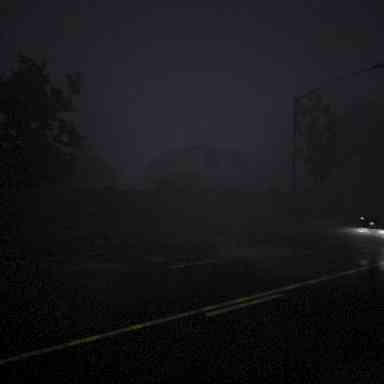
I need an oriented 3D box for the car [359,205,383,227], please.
[{"bbox_3d":[13.245,1.561,22.045,5.357,1.411,2.033,0,0,-36],"label":"car"}]
